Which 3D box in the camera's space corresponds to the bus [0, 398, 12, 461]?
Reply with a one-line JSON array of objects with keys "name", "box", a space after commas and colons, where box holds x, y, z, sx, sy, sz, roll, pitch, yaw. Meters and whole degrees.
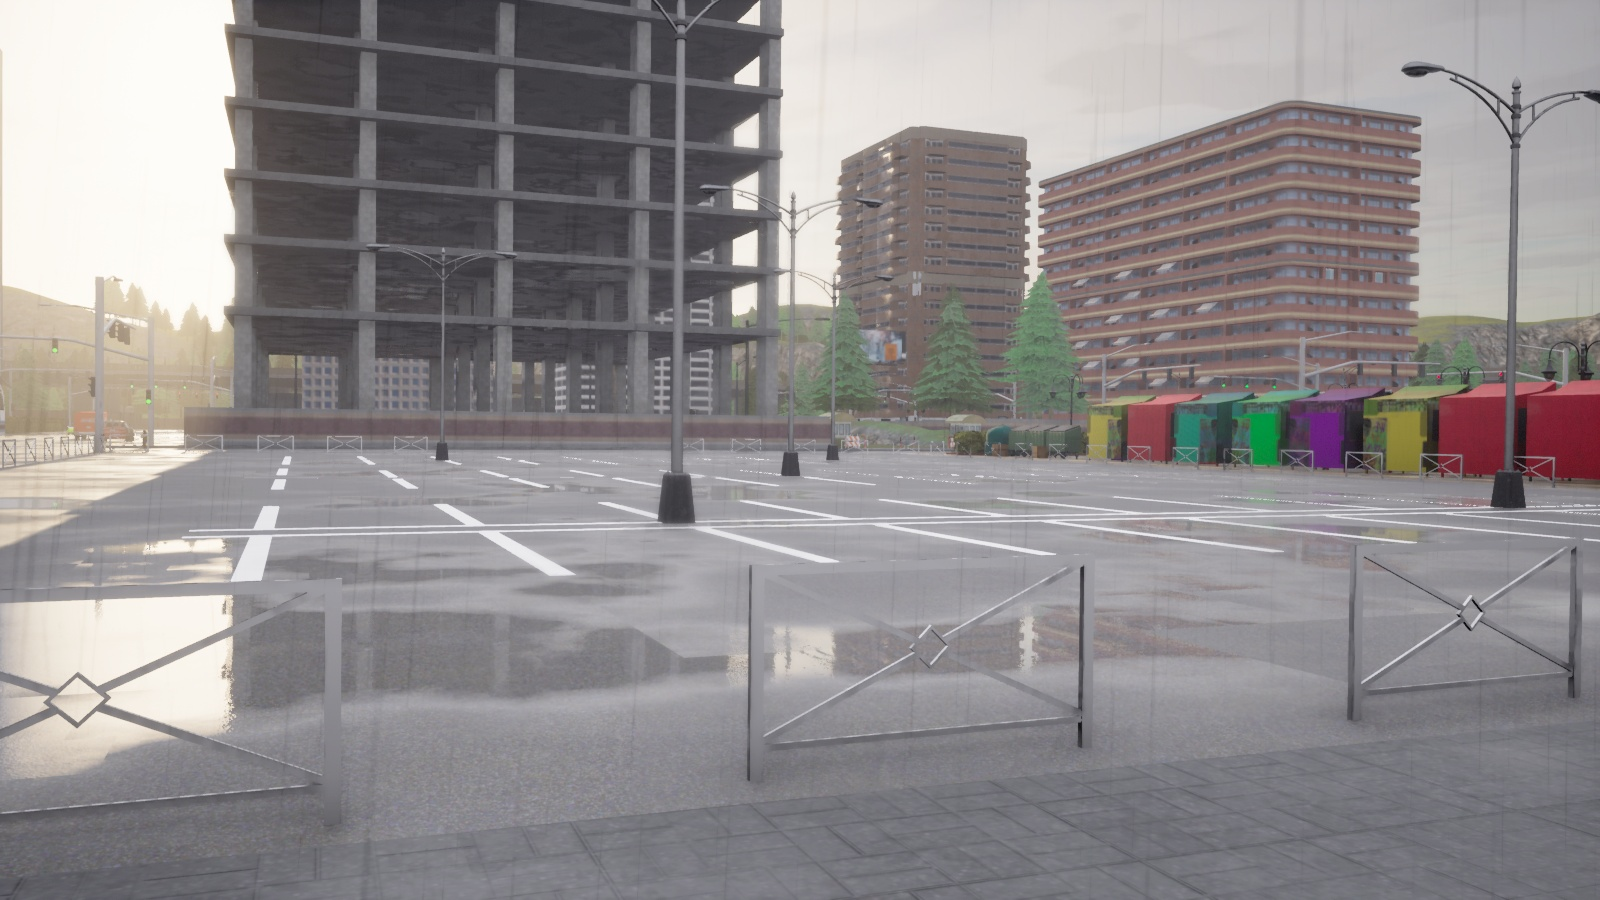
[{"name": "bus", "box": [-54.720, -1.317, 81.763, 3.944, 4.253, 10.273, -1, 1, -22]}]
